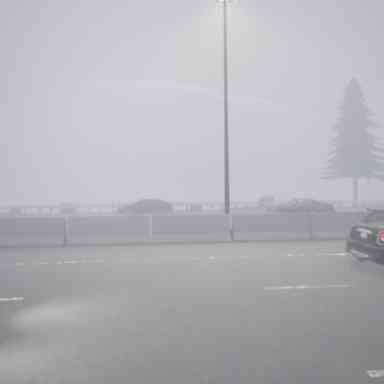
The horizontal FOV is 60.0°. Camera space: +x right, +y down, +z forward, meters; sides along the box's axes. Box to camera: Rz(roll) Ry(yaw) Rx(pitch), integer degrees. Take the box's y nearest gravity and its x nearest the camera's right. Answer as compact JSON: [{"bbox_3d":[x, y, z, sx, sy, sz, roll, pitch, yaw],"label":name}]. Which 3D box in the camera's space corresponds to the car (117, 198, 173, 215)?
[{"bbox_3d":[-4.180,1.318,29.769,4.892,1.490,1.837,-1,0,-5],"label":"car"}]

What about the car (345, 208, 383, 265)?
[{"bbox_3d":[6.873,1.194,9.333,4.553,1.767,2.097,-1,0,-3],"label":"car"}]

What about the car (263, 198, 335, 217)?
[{"bbox_3d":[7.519,1.210,23.570,4.902,1.511,2.128,-1,0,-2],"label":"car"}]
